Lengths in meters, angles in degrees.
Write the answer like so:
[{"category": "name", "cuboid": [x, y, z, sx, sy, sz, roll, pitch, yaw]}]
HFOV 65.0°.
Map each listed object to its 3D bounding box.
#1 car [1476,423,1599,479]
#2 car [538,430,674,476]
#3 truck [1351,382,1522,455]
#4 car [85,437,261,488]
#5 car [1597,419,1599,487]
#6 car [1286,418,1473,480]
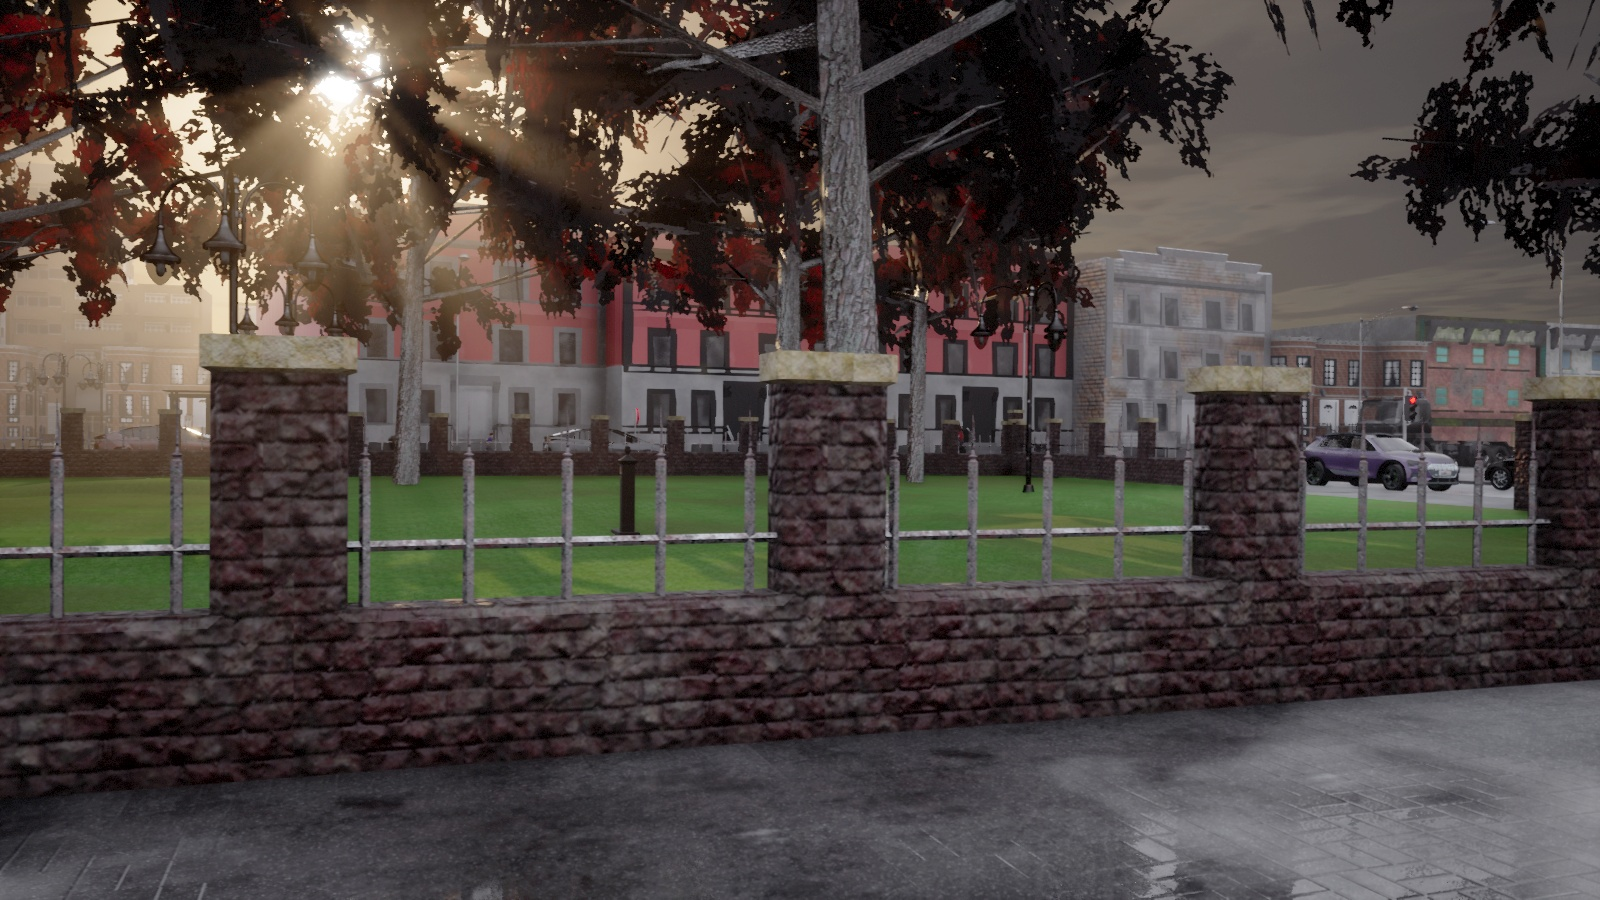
[{"category": "car", "cuboid": [21.342, -0.010, 35.109, 1.816, 1.474, 4.193, -1, 1, -19]}, {"category": "car", "cuboid": [-6.950, 0.084, 44.954, 4.514, 1.525, 2.007, -1, 1, -18]}, {"category": "truck", "cuboid": [31.625, -1.572, 62.416, 7.936, 3.462, 2.891, -1, 1, -19]}, {"category": "car", "cuboid": [-20.069, 0.361, 40.433, 4.792, 1.488, 2.163, -1, 1, -19]}, {"category": "car", "cuboid": [19.878, 0.075, 26.845, 2.007, 1.525, 4.514, -1, 1, -21]}, {"category": "car", "cuboid": [16.613, -0.059, 36.276, 2.033, 1.649, 4.856, -1, 1, -21]}]
